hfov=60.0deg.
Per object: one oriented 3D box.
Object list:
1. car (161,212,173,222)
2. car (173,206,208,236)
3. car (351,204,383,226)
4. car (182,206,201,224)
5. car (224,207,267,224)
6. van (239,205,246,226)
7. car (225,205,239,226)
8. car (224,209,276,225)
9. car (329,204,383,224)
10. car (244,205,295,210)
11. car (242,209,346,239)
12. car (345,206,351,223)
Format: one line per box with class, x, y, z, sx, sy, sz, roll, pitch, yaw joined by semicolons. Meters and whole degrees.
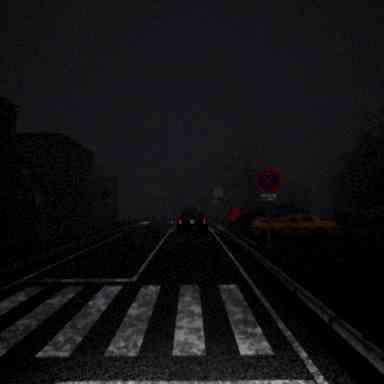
car;-3.521;3.639;49.107;1.882;1.535;5.008;-1;-4;0
car;0.008;2.043;23.395;2.097;1.767;4.553;0;-2;0
car;18.365;2.074;30.866;5.566;2.045;2.435;0;-3;-1
car;-0.082;2.816;41.008;2.150;2.045;5.566;0;-3;0
car;6.050;2.673;38.301;4.553;1.767;2.185;0;-3;-1
van;6.287;1.998;26.175;4.442;1.987;1.878;0;-2;-1
car;6.132;2.249;32.361;5.566;2.045;2.435;0;-3;-1
car;6.068;2.646;35.262;5.008;1.535;2.097;0;-3;-1
car;18.287;2.344;36.321;5.566;2.045;2.435;0;-3;-1
car;6.233;1.973;23.136;4.553;1.767;2.185;0;-2;-1
car;6.047;1.989;20.213;5.366;1.575;1.946;0;-2;-1
car;18.349;2.462;33.643;4.892;1.521;2.231;0;-3;-1
